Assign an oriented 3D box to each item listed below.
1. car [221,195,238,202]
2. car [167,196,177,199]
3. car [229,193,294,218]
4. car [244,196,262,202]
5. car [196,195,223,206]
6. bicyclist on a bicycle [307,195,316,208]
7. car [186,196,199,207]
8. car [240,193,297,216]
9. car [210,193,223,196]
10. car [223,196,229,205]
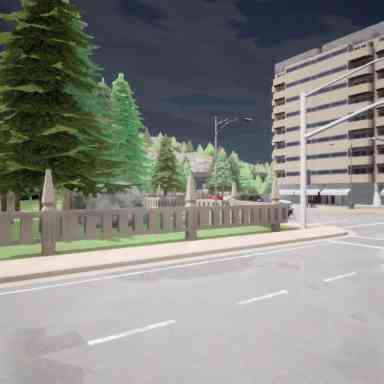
[{"bbox_3d":[8.518,1.469,75.156,1.812,1.442,4.674,0,0,32],"label":"car"},{"bbox_3d":[-3.154,1.422,51.433,1.882,1.535,5.008,0,0,-6],"label":"car"},{"bbox_3d":[6.022,1.166,28.626,2.150,2.045,5.566,0,0,-33],"label":"car"},{"bbox_3d":[14.233,1.540,77.266,1.895,1.301,4.718,0,0,40],"label":"car"},{"bbox_3d":[1.056,1.422,37.203,1.882,1.535,5.008,0,0,-26],"label":"car"},{"bbox_3d":[15.252,1.245,42.431,1.656,1.620,0.582,0,0,-29],"label":"bicyclist on a bicycle"},{"bbox_3d":[0.081,1.443,53.671,1.837,1.490,4.892,0,2,-3],"label":"car"},{"bbox_3d":[7.409,1.166,32.889,2.150,2.045,5.566,0,0,-32],"label":"car"},{"bbox_3d":[4.736,1.166,65.202,2.150,2.045,5.566,0,0,14],"label":"car"},{"bbox_3d":[2.601,1.545,42.042,1.895,1.301,4.718,0,0,-20],"label":"car"}]
